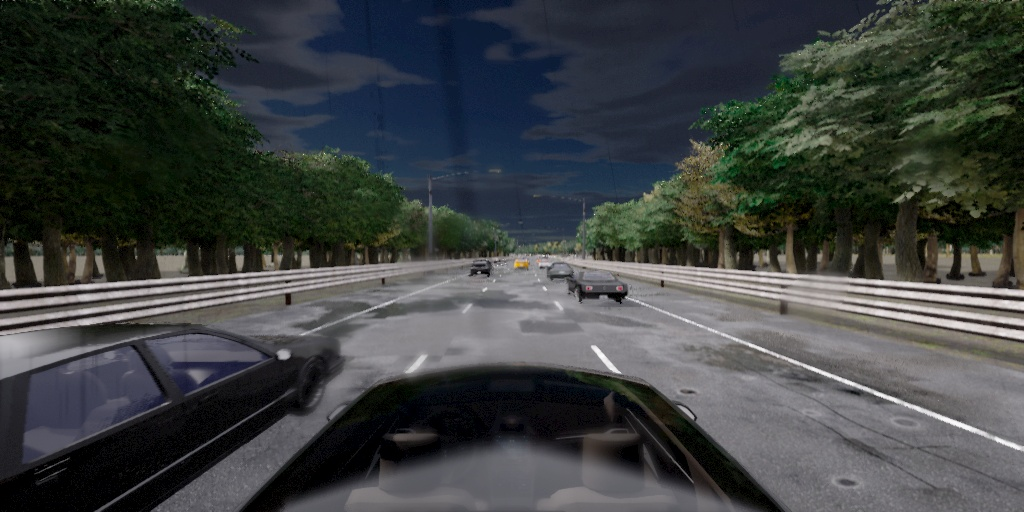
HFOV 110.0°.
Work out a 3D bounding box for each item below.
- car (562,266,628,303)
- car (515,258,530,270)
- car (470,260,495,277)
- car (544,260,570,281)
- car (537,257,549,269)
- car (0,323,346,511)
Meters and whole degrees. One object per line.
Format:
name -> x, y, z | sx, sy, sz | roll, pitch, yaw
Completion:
car -> 3.631, 1.300, 16.221 | 1.895, 1.301, 4.718 | 0, 0, 1
car -> 1.446, 1.136, 51.895 | 1.882, 1.535, 5.008 | 0, 0, 3
car -> -2.824, 1.176, 34.356 | 1.837, 1.490, 4.892 | 0, 0, 2
car -> 3.939, 1.246, 29.506 | 1.994, 1.385, 4.181 | 0, 0, 2
car -> 4.860, 1.261, 52.209 | 1.895, 1.301, 4.718 | 0, 0, 3
car -> -3.416, 1.292, 2.887 | 2.033, 1.411, 5.357 | 0, 0, 0
